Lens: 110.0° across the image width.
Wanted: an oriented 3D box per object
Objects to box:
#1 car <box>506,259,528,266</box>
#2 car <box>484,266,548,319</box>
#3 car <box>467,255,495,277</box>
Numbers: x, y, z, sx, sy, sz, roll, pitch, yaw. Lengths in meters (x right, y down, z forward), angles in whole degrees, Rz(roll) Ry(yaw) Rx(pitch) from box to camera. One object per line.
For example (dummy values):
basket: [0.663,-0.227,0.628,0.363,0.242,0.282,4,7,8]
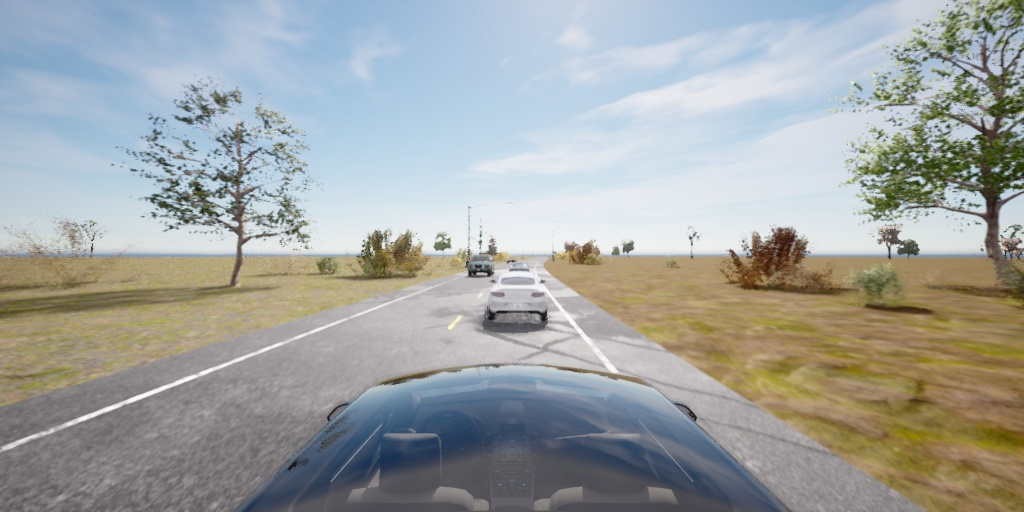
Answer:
car: [0.637,1.243,30.809,2.033,1.411,5.357,0,0,2]
car: [0.203,1.254,12.506,1.812,1.442,4.674,0,0,1]
car: [-2.908,0.906,34.834,2.150,2.045,5.566,0,0,2]
